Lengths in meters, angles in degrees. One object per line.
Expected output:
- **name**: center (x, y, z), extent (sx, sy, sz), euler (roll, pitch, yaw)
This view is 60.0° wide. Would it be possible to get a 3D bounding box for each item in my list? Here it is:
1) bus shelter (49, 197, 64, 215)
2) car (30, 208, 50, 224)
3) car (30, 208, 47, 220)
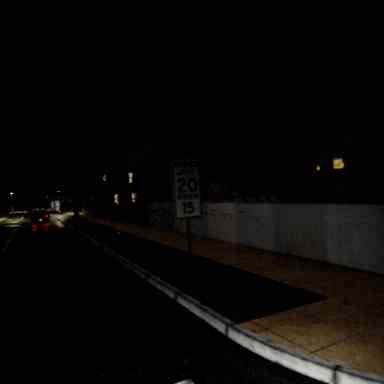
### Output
- **bus shelter**: center (-22.726, 2.300, 55.744), extent (1.920, 2.740, 3.880), euler (-3, 0, -26)
- **car**: center (-16.502, 2.625, 36.133), extent (1.895, 1.301, 4.718), euler (-4, 0, -25)
- **car**: center (-21.011, 2.920, 45.366), extent (1.895, 1.301, 4.718), euler (-4, 0, -26)
